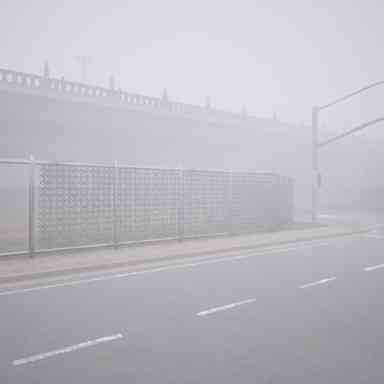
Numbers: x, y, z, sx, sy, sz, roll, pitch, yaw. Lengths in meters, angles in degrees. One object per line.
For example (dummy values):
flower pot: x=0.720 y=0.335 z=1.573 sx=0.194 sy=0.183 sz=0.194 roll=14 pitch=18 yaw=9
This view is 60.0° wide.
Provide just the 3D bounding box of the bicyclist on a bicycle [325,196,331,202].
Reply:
bicyclist on a bicycle: x=17.728 y=1.356 z=43.298 sx=1.656 sy=1.620 sz=0.582 roll=0 pitch=0 yaw=-36

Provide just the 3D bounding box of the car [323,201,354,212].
car: x=16.185 y=1.656 z=38.960 sx=1.895 sy=1.301 sz=4.718 roll=0 pitch=0 yaw=-36

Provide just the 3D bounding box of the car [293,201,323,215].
car: x=10.749 y=1.619 z=34.185 sx=1.994 sy=1.385 sz=4.181 roll=0 pitch=0 yaw=-36
